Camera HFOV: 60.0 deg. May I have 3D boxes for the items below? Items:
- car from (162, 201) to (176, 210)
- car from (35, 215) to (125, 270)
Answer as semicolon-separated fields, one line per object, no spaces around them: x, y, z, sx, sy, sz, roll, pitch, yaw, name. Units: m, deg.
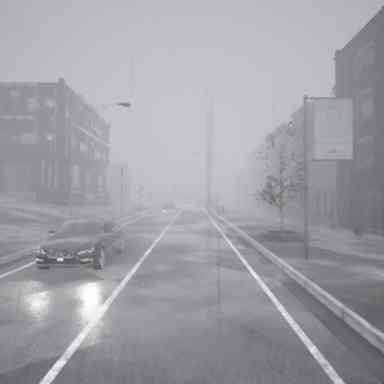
-3.478;2.099;52.061;1.994;1.385;4.181;0;-1;0;car
-3.581;1.604;11.469;1.837;1.490;4.892;0;-1;0;car
